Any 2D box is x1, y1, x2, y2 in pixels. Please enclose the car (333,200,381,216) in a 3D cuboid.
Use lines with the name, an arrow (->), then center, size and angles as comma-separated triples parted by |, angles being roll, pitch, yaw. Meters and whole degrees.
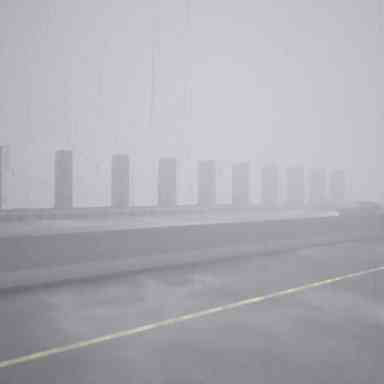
car -> 16.036, 1.532, 31.763 | 5.008, 1.535, 1.882 | 0, 0, -34

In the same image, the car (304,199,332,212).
car -> 15.509, 1.541, 39.853 | 4.902, 1.511, 2.128 | 0, 0, -34
